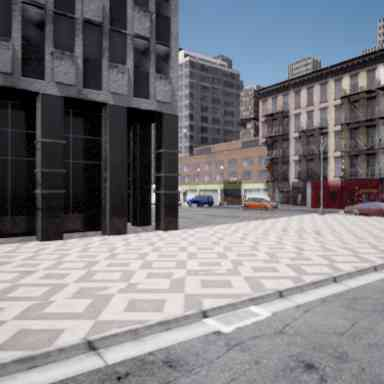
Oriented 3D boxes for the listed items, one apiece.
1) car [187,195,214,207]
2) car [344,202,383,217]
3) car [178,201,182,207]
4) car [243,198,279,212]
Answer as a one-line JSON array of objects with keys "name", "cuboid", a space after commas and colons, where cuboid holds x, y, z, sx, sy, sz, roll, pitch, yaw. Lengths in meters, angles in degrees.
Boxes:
[{"name": "car", "cuboid": [1.408, 1.500, 56.115, 2.150, 2.045, 5.566, 0, 0, -36]}, {"name": "car", "cuboid": [16.591, 1.626, 30.110, 2.033, 1.411, 5.357, 0, -1, -33]}, {"name": "car", "cuboid": [-3.635, 1.788, 57.828, 2.128, 1.511, 4.902, 0, 0, -36]}, {"name": "car", "cuboid": [8.504, 1.526, 41.111, 2.097, 1.767, 4.553, 0, 0, -36]}]
